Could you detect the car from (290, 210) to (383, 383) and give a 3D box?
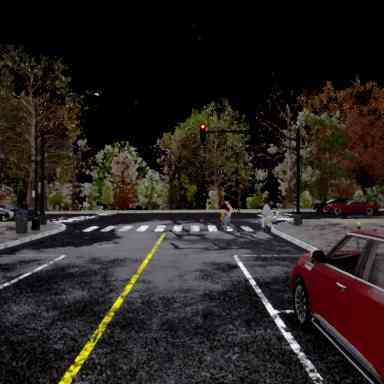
[{"bbox_3d":[2.720,1.316,3.837,2.192,1.841,5.009,1,0,0],"label":"car"}]

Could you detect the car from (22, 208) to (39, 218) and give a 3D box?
[{"bbox_3d":[-16.102,1.733,29.205,4.718,1.301,1.895,-1,-1,1],"label":"car"}]

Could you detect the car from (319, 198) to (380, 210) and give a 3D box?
[{"bbox_3d":[15.183,1.459,31.897,4.718,1.301,1.895,-1,-1,1],"label":"car"}]

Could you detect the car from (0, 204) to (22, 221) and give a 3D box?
[{"bbox_3d":[-16.429,1.583,25.951,4.902,1.511,2.128,-1,-1,2],"label":"car"}]

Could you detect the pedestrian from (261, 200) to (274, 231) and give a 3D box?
[{"bbox_3d":[4.282,1.296,18.850,0.375,1.860,0.375,1,-1,0],"label":"pedestrian"}]

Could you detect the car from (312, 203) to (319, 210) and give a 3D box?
[{"bbox_3d":[15.249,1.406,35.150,4.892,1.490,1.837,-1,-1,1],"label":"car"}]

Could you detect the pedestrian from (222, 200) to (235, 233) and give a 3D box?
[{"bbox_3d":[1.990,1.297,18.252,0.375,1.860,0.375,1,-1,0],"label":"pedestrian"}]
